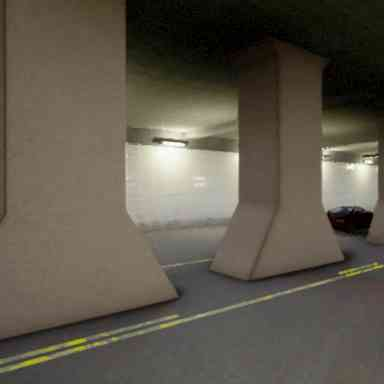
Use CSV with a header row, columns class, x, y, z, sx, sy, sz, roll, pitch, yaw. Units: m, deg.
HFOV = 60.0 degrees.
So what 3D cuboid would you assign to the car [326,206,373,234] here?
class,x,y,z,sx,sy,sz,roll,pitch,yaw
car,8.698,1.507,18.794,4.181,1.385,1.994,0,0,-35
